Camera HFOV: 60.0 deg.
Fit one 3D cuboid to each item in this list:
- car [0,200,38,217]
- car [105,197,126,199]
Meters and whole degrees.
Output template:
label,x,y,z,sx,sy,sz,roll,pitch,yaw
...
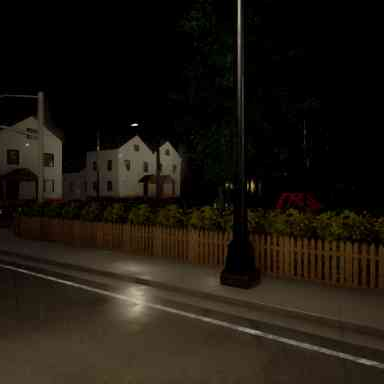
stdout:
label,x,y,z,sx,sy,sz,roll,pitch,yaw
car,-15.049,1.502,30.677,2.128,1.511,4.902,0,0,35
car,-9.395,1.362,38.842,2.097,1.767,4.553,0,0,35
